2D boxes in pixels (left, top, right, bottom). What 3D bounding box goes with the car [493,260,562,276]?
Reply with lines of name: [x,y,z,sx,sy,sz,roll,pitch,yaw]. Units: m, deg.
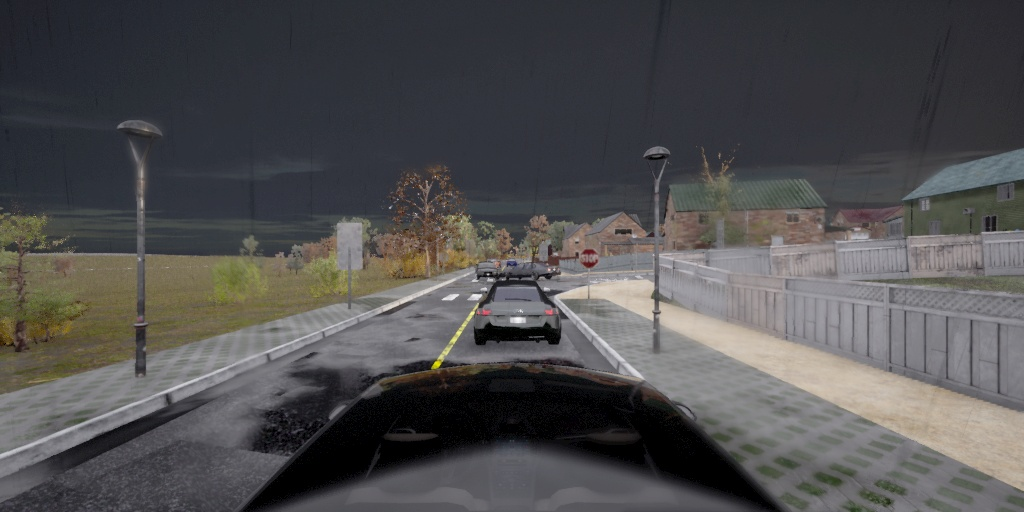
car: [1.325,1.198,28.522,5.357,1.411,2.033,-4,-3,43]

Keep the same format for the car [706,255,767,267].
car: [14.378,0.413,22.904,4.181,1.385,1.994,-3,0,16]

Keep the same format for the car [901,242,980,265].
car: [23.880,-0.208,20.486,4.902,1.511,2.128,-3,0,14]

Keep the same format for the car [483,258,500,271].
car: [-2.869,1.121,51.249,2.097,1.767,4.553,0,0,1]

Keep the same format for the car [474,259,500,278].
car: [-2.264,1.258,31.431,1.837,1.490,4.892,0,0,-8]

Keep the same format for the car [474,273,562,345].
car: [0.099,1.313,9.506,1.994,1.385,4.181,0,0,-1]
